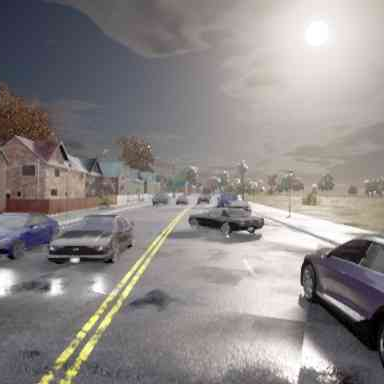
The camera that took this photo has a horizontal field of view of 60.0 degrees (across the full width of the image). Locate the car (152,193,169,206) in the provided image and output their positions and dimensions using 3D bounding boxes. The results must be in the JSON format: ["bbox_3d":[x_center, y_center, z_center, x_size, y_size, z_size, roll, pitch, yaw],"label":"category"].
[{"bbox_3d":[-4.954,1.127,53.142,2.150,2.045,5.566,0,0,4],"label":"car"}]

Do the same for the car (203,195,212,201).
[{"bbox_3d":[3.846,1.396,82.317,2.033,1.411,5.357,0,0,6],"label":"car"}]

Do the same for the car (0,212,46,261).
[{"bbox_3d":[-6.484,1.500,12.347,1.812,1.442,4.674,0,0,1],"label":"car"}]

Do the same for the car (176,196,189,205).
[{"bbox_3d":[-1.582,1.446,54.940,2.033,1.411,5.357,0,0,4],"label":"car"}]

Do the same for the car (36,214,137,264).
[{"bbox_3d":[-3.246,1.521,11.972,2.033,1.411,5.357,0,0,1],"label":"car"}]

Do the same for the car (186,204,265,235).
[{"bbox_3d":[1.714,1.559,18.577,1.895,1.301,4.718,0,0,-33],"label":"car"}]

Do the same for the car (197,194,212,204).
[{"bbox_3d":[2.158,1.236,61.045,2.097,1.767,4.553,0,0,5],"label":"car"}]

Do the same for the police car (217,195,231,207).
[{"bbox_3d":[4.649,1.325,49.066,1.930,1.638,5.238,0,0,3],"label":"police car"}]

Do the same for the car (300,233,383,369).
[{"bbox_3d":[3.269,1.419,5.204,2.033,1.649,4.856,0,0,0],"label":"car"}]

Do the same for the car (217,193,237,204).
[{"bbox_3d":[4.103,1.140,38.054,2.150,2.045,5.566,0,0,2],"label":"car"}]

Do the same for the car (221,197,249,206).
[{"bbox_3d":[3.693,1.417,27.088,1.882,1.535,5.008,0,0,2],"label":"car"}]
